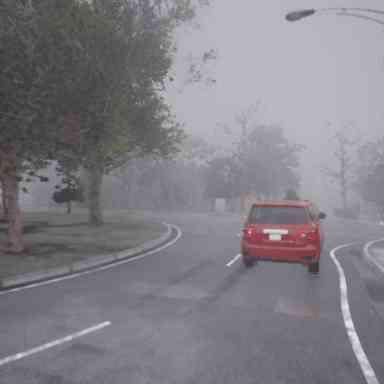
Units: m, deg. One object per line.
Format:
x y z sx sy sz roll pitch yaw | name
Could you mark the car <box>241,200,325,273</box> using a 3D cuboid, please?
3.217 1.284 11.258 2.150 2.045 5.566 0 0 22 | car
